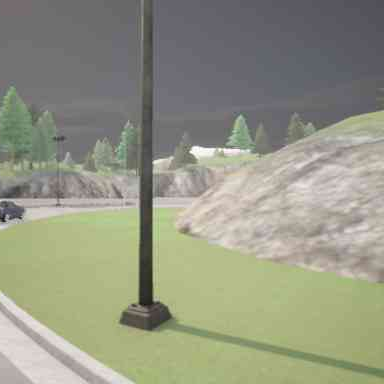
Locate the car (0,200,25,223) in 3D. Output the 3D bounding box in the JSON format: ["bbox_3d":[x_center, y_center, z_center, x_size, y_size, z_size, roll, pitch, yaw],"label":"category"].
[{"bbox_3d":[-15.100,1.438,26.578,2.097,1.767,4.553,0,0,-7],"label":"car"}]
